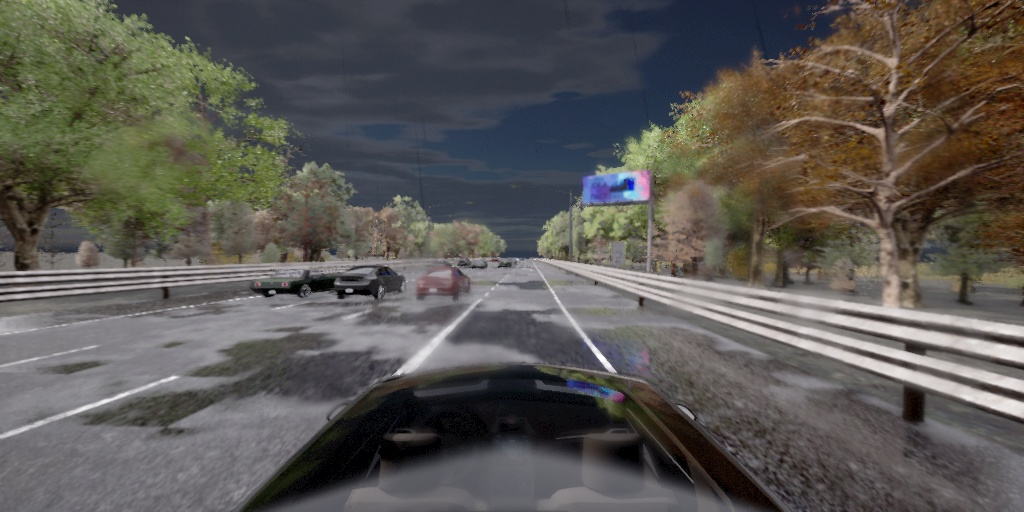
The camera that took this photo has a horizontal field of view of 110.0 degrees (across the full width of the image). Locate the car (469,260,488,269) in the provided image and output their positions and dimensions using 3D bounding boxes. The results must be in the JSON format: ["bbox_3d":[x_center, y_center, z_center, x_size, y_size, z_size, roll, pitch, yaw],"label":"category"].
[{"bbox_3d":[-4.836,1.258,54.916,1.994,1.385,4.181,1,0,3],"label":"car"}]

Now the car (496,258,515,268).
[{"bbox_3d":[-1.054,1.082,60.658,2.097,1.767,4.553,1,0,3],"label":"car"}]

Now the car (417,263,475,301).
[{"bbox_3d":[-3.135,1.245,17.042,1.812,1.442,4.674,1,0,3],"label":"car"}]

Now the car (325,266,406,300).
[{"bbox_3d":[-6.624,1.196,17.262,1.837,1.490,4.892,1,0,3],"label":"car"}]

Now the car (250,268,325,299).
[{"bbox_3d":[-10.116,1.259,17.516,1.895,1.301,4.718,1,0,3],"label":"car"}]

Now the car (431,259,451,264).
[{"bbox_3d":[-8.801,1.152,45.132,2.128,1.511,4.902,0,0,3],"label":"car"}]

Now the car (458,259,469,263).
[{"bbox_3d":[-8.039,1.176,61.114,1.837,1.490,4.892,1,0,3],"label":"car"}]
